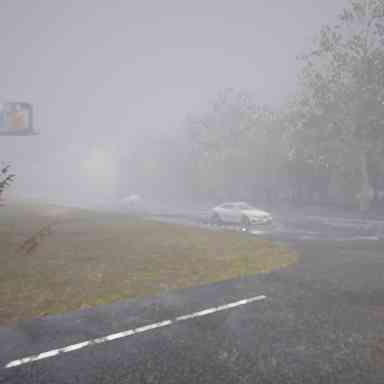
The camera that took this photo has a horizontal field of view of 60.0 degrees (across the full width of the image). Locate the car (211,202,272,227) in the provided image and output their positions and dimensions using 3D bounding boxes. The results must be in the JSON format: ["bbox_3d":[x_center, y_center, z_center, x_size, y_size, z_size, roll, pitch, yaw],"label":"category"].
[{"bbox_3d":[3.091,1.397,21.947,1.812,1.442,4.674,0,0,-34],"label":"car"}]

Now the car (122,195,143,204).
[{"bbox_3d":[-9.453,1.178,52.905,1.812,1.442,4.674,0,0,-34],"label":"car"}]
